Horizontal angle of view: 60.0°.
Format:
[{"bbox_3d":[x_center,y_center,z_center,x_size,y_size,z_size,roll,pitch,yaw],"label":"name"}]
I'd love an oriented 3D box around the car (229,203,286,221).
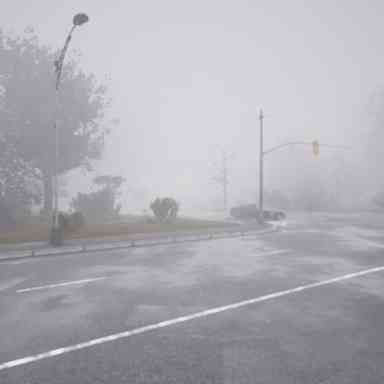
[{"bbox_3d":[5.378,1.639,28.099,2.033,1.411,5.357,0,-1,-32],"label":"car"}]
